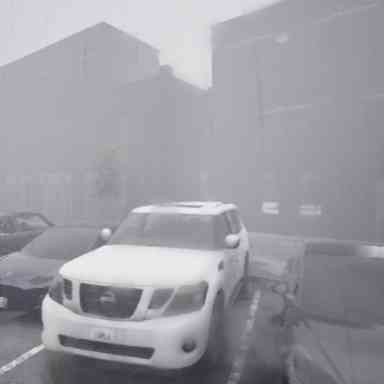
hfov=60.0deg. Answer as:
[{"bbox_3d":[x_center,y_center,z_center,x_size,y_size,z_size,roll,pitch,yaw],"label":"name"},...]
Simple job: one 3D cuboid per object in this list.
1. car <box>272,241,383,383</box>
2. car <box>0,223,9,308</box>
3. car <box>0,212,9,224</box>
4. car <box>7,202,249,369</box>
[{"bbox_3d":[2.216,1.514,4.514,2.163,1.488,4.792,1,-1,16],"label":"car"},{"bbox_3d":[-2.660,1.510,8.013,2.163,1.488,4.792,1,-1,16],"label":"car"},{"bbox_3d":[-5.114,1.354,9.763,2.185,1.767,4.553,0,-1,16],"label":"car"},{"bbox_3d":[-0.220,1.231,6.267,2.435,2.045,5.566,1,-1,16],"label":"car"}]
